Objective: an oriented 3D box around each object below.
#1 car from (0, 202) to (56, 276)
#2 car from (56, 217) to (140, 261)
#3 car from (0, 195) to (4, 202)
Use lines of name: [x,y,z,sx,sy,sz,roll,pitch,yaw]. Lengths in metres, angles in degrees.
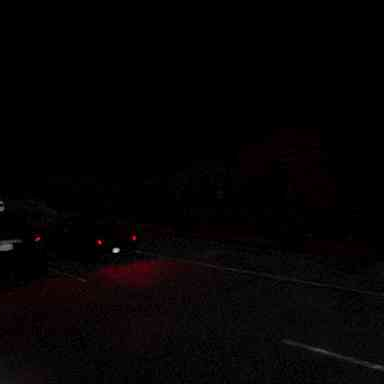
car: [-5.940,1.318,9.259,4.553,1.767,2.097,0,0,42]
car: [-4.060,1.575,12.202,4.718,1.301,1.895,0,0,43]
car: [-16.066,1.125,26.083,2.150,2.045,5.566,0,0,-35]
